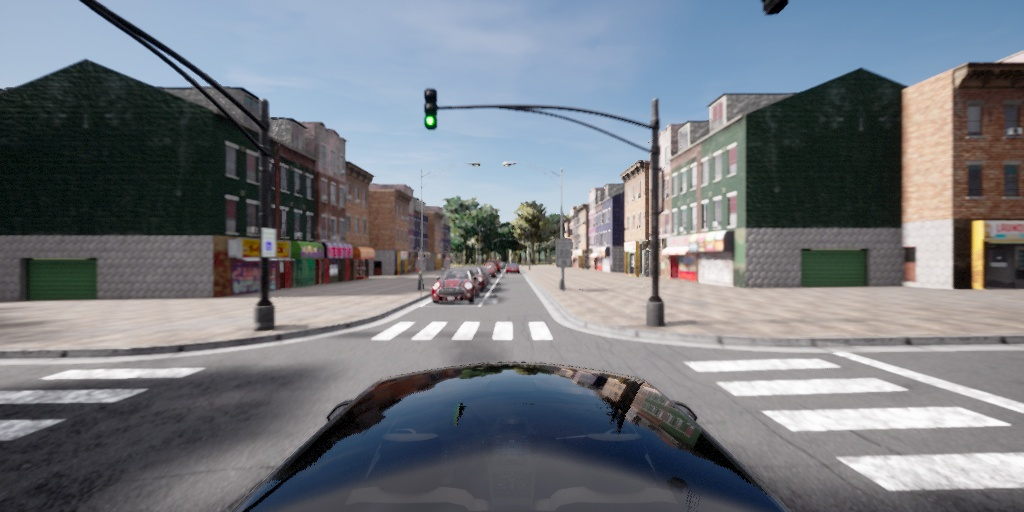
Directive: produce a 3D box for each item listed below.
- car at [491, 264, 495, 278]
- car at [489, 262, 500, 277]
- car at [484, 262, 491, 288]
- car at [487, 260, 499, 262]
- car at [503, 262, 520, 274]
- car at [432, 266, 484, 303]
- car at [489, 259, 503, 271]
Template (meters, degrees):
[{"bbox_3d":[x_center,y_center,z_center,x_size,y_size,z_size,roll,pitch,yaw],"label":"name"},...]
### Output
[{"bbox_3d":[-2.630,1.574,28.400,1.948,1.339,4.313,0,0,0],"label":"car"},{"bbox_3d":[-2.626,1.665,39.268,1.888,1.381,4.507,0,0,0],"label":"car"},{"bbox_3d":[-2.632,1.393,22.965,1.967,1.591,4.097,0,0,0],"label":"car"},{"bbox_3d":[-3.009,1.694,50.345,1.801,1.575,5.366,0,-1,0],"label":"car"},{"bbox_3d":[0.116,1.817,51.914,1.994,1.385,4.181,0,-1,0],"label":"car"},{"bbox_3d":[-2.633,1.340,17.531,1.967,1.591,4.097,0,0,0],"label":"car"},{"bbox_3d":[-2.963,1.537,57.188,2.150,2.045,5.566,0,-1,0],"label":"car"}]
